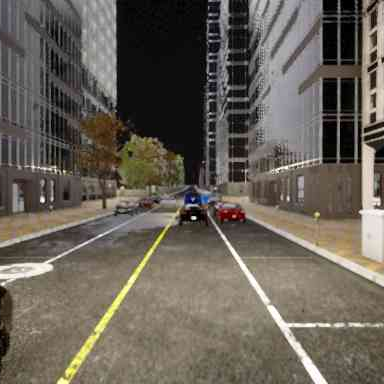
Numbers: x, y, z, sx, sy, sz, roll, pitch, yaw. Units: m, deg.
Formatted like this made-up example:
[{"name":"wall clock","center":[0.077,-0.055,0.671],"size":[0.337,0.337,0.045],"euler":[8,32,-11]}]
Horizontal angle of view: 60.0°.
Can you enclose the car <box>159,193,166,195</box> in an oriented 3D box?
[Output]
[{"name":"car","center":[-5.665,1.219,52.062],"size":[1.947,1.339,4.313],"euler":[0,1,0]}]

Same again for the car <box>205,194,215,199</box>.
[{"name":"car","center":[2.709,1.301,40.655],"size":[2.008,1.369,4.403],"euler":[0,0,0]}]

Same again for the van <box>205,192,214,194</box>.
[{"name":"van","center":[2.717,0.994,52.057],"size":[1.690,1.788,3.998],"euler":[0,1,0]}]

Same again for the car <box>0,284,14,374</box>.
[{"name":"car","center":[-3.098,1.491,2.152],"size":[1.837,1.490,4.892],"euler":[0,0,0]}]

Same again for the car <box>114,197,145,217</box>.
[{"name":"car","center":[-5.677,1.377,29.258],"size":[2.008,1.369,4.403],"euler":[0,0,0]}]

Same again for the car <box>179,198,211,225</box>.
[{"name":"car","center":[0.110,1.392,22.474],"size":[1.812,1.442,4.674],"euler":[0,1,0]}]

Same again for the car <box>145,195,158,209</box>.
[{"name":"car","center":[-5.672,1.295,40.658],"size":[1.887,1.381,4.507],"euler":[0,0,0]}]

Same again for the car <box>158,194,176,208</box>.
[{"name":"car","center":[-3.071,1.330,43.340],"size":[1.895,1.301,4.718],"euler":[0,0,0]}]

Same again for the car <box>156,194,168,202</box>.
[{"name":"car","center":[-5.739,1.102,63.458],"size":[1.947,1.339,4.313],"euler":[0,1,0]}]

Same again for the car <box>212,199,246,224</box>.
[{"name":"car","center":[2.701,1.404,23.556],"size":[1.887,1.381,4.507],"euler":[0,0,0]}]

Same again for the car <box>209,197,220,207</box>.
[{"name":"car","center":[2.703,1.408,29.253],"size":[1.802,1.307,4.206],"euler":[0,0,0]}]

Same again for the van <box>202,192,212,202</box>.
[{"name":"van","center":[2.805,0.877,63.453],"size":[1.690,1.788,3.998],"euler":[0,1,0]}]

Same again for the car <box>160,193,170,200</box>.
[{"name":"car","center":[-5.784,0.986,70.692],"size":[1.752,1.417,4.829],"euler":[0,1,0]}]

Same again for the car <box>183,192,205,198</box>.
[{"name":"car","center":[0.118,0.973,40.753],"size":[2.150,2.045,5.566],"euler":[0,1,0]}]
